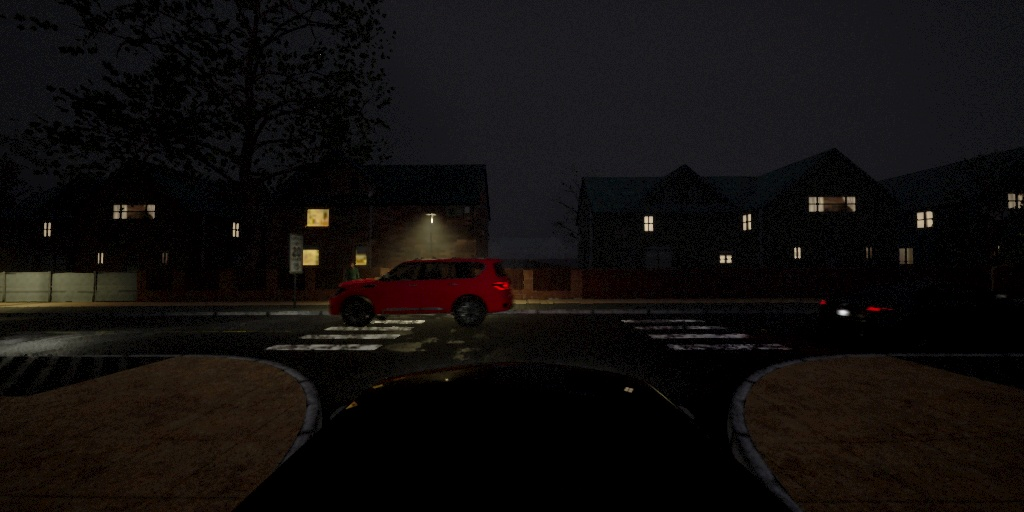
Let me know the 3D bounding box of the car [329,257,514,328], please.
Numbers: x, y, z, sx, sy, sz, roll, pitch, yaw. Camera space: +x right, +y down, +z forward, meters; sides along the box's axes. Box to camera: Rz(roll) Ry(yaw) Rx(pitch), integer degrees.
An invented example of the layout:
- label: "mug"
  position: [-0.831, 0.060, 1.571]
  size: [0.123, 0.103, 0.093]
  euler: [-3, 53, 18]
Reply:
- label: "car"
  position: [-2.727, 1.084, 11.397]
  size: [5.566, 2.045, 2.150]
  euler: [0, -1, 2]

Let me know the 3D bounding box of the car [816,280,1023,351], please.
- label: "car"
  position: [9.495, 1.239, 8.063]
  size: [4.181, 1.385, 1.994]
  euler: [0, -1, 2]

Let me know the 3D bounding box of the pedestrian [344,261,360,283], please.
- label: "pedestrian"
  position: [-6.453, 1.113, 14.428]
  size: [0.375, 1.860, 0.375]
  euler: [0, -1, 2]
